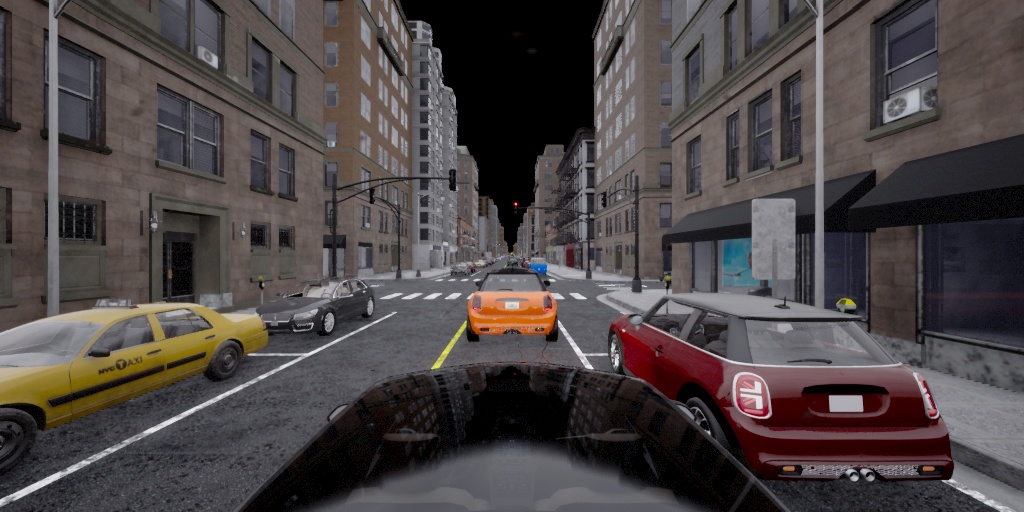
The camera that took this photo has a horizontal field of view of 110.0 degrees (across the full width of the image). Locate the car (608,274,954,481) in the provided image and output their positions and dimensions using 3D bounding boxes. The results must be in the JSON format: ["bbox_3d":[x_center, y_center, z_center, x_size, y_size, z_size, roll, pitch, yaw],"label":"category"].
[{"bbox_3d":[2.642,1.190,4.773,1.967,1.591,4.097,0,0,0],"label":"car"}]

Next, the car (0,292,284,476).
[{"bbox_3d":[-5.383,1.275,4.606,1.751,1.417,4.829,0,0,0],"label":"car"}]

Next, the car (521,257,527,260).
[{"bbox_3d":[2.726,1.325,60.098,1.802,1.307,4.207,0,0,0],"label":"car"}]

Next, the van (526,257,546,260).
[{"bbox_3d":[2.692,1.089,37.373,1.690,1.789,3.998,0,0,0],"label":"van"}]

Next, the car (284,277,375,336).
[{"bbox_3d":[-5.375,1.300,10.295,2.007,1.370,4.403,0,0,0],"label":"car"}]

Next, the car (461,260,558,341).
[{"bbox_3d":[0.024,1.102,9.993,2.097,1.767,4.553,0,0,0],"label":"car"}]

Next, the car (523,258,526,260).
[{"bbox_3d":[2.709,1.329,48.735,1.802,1.307,4.207,0,0,0],"label":"car"}]

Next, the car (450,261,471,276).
[{"bbox_3d":[-5.333,1.298,37.376,2.007,1.370,4.403,0,0,0],"label":"car"}]

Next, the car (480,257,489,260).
[{"bbox_3d":[-5.299,1.268,59.934,1.751,1.417,4.829,0,0,0],"label":"car"}]

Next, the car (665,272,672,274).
[{"bbox_3d":[13.304,1.386,25.180,5.357,1.411,2.033,0,0,-1],"label":"car"}]
